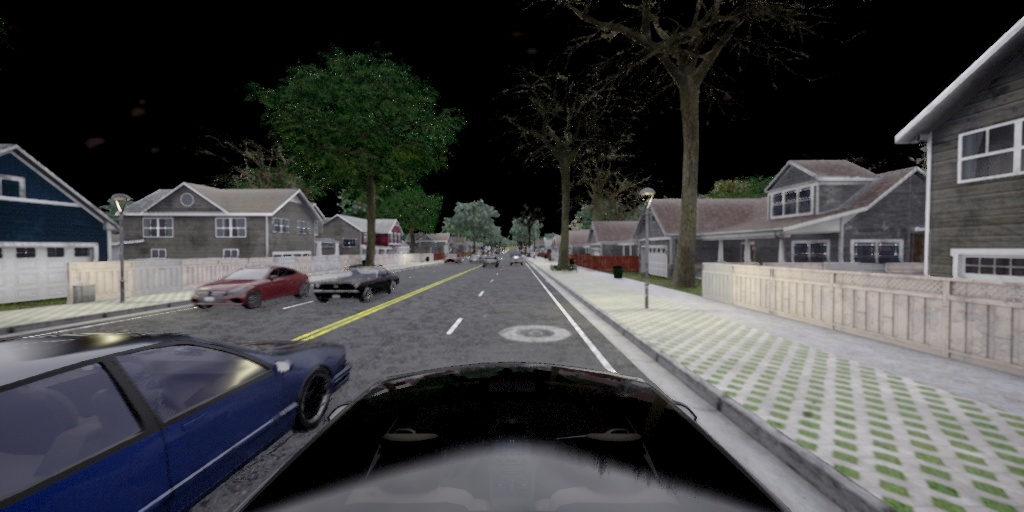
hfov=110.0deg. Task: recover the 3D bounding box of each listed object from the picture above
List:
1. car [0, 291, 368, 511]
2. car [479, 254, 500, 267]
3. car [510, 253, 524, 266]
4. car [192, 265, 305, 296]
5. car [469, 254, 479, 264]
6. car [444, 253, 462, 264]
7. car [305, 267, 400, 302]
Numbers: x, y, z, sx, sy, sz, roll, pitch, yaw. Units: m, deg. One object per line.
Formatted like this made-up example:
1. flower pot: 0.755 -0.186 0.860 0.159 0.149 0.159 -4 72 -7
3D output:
1. car: -3.143 1.285 2.446 2.033 1.411 5.357 0 1 1
2. car: -2.646 0.634 45.756 2.128 1.511 4.902 0 0 1
3. car: 0.665 0.618 51.512 2.033 1.411 5.357 0 1 2
4. car: -9.713 1.101 13.862 1.812 1.442 4.674 0 1 1
5. car: -5.899 0.461 58.860 2.128 1.511 4.902 0 1 1
6. car: -9.192 0.360 55.865 2.097 1.767 4.553 0 1 1
7. car: -6.446 1.157 15.389 1.895 1.301 4.718 0 1 1
